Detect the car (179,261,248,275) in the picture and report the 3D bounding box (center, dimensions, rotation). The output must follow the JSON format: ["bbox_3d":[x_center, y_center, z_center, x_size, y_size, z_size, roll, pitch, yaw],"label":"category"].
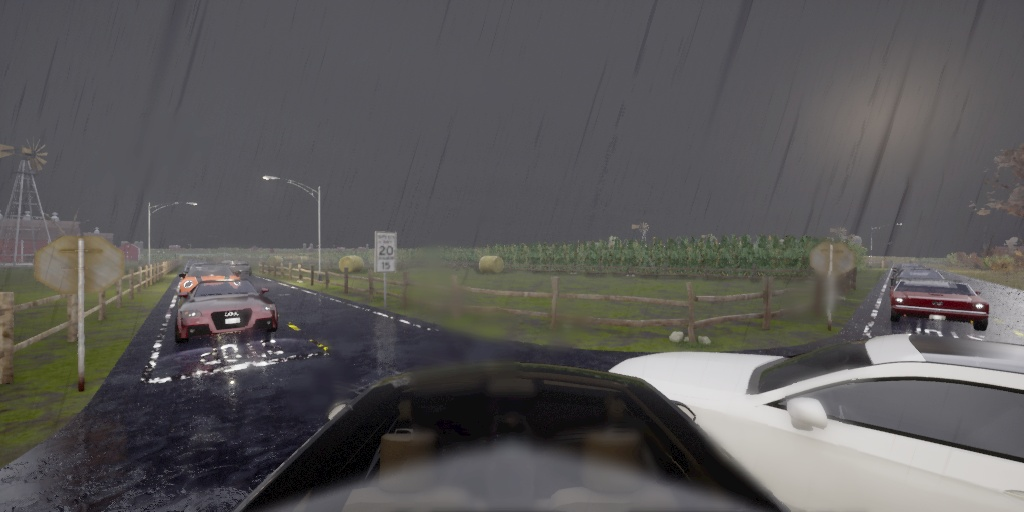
[{"bbox_3d":[-13.770,1.141,16.434,2.097,1.767,4.553,0,0,-42],"label":"car"}]

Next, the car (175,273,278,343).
[{"bbox_3d":[-7.973,1.356,9.969,1.994,1.385,4.181,0,0,-43],"label":"car"}]

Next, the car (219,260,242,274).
[{"bbox_3d":[-33.843,1.309,43.056,1.837,1.490,4.892,0,0,-42],"label":"car"}]

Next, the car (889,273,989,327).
[{"bbox_3d":[13.481,1.400,11.514,4.718,1.301,1.895,0,1,-43],"label":"car"}]

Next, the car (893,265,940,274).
[{"bbox_3d":[20.537,1.366,18.101,5.357,1.411,2.033,0,1,-43],"label":"car"}]

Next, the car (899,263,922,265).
[{"bbox_3d":[27.271,1.405,24.378,4.181,1.385,1.994,0,1,-43],"label":"car"}]

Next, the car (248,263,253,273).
[{"bbox_3d":[-27.098,1.287,35.620,2.128,1.511,4.902,0,0,-42],"label":"car"}]

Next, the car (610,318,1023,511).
[{"bbox_3d":[2.831,1.294,2.418,1.812,1.442,4.674,0,1,-44],"label":"car"}]
